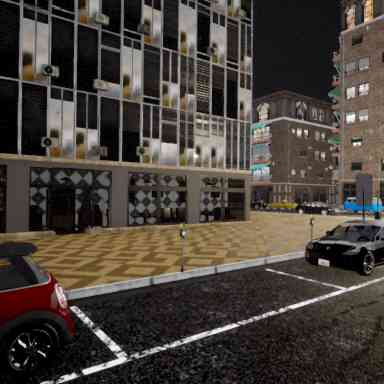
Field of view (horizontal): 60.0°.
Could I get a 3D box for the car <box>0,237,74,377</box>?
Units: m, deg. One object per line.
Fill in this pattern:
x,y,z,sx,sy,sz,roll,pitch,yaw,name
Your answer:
-3.682,1.440,3.922,4.097,1.590,1.967,0,1,-35,car

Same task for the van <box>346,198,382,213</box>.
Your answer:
19.143,1.525,37.436,1.690,1.788,3.998,0,-1,-35,van

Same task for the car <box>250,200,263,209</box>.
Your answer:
9.654,1.864,51.114,1.947,1.339,4.313,0,-1,-35,car

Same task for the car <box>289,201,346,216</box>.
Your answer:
12.254,1.620,32.662,2.008,1.369,4.403,0,-1,-35,car

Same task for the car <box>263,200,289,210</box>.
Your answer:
12.720,1.787,46.694,1.752,1.417,4.829,0,-1,-35,car

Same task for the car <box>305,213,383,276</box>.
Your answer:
5.398,1.567,10.392,4.313,1.339,1.947,0,1,-35,car
